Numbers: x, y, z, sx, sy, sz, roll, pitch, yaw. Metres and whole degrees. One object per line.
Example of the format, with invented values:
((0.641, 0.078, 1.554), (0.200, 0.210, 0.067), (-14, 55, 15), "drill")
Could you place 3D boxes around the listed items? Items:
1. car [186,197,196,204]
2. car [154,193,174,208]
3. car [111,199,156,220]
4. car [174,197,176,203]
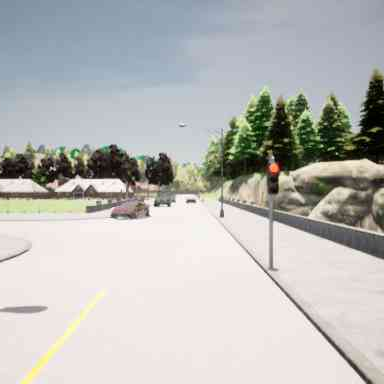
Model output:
((-0.180, 1.547, 63.408), (1.895, 1.301, 4.718), (0, 0, 0), "car")
((-4.230, 1.182, 48.849), (2.150, 2.045, 5.566), (0, 0, 0), "car")
((-4.983, 1.501, 27.921), (1.812, 1.442, 4.674), (0, 0, 16), "car")
((-4.212, 1.469, 66.645), (1.812, 1.442, 4.674), (0, 0, 0), "car")
